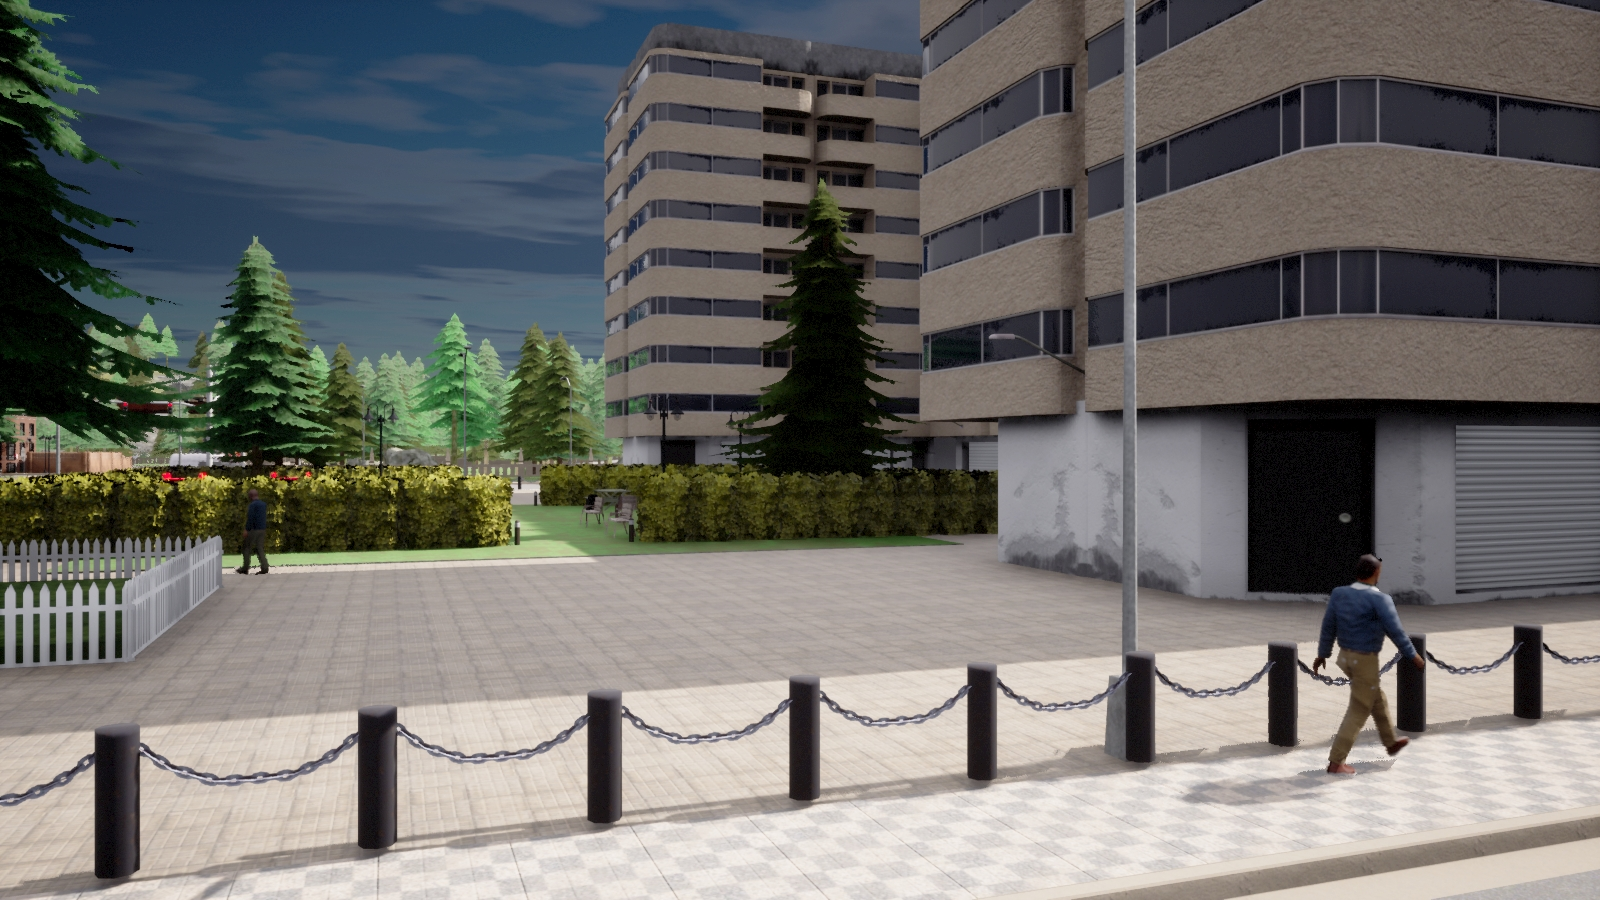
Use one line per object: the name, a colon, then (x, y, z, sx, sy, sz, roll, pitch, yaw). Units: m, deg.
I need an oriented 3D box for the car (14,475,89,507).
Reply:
car: (-38.243, 2.063, 58.523, 2.163, 1.488, 4.792, 0, 0, -20)

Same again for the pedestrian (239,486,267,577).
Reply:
pedestrian: (-11.406, 1.687, 23.825, 0.375, 1.860, 0.375, 0, 0, 15)

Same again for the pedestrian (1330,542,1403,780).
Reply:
pedestrian: (4.623, 1.699, 9.335, 0.375, 1.860, 0.375, 0, 0, -21)
